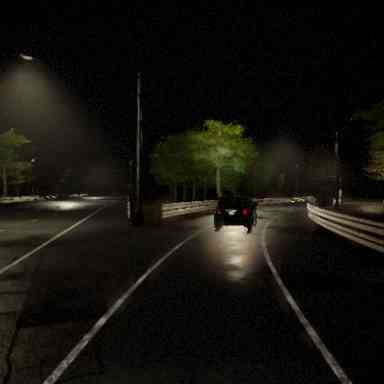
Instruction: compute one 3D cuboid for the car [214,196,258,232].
[{"bbox_3d":[2.793,1.239,20.541,2.150,2.045,5.566,0,0,14],"label":"car"}]
